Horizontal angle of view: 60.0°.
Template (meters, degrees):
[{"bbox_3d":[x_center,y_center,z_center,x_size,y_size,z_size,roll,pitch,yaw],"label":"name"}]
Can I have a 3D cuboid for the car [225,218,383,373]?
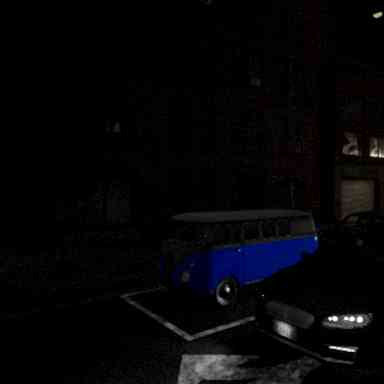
[{"bbox_3d":[3.165,1.459,5.624,4.902,1.511,2.128,0,0,-35],"label":"car"}]

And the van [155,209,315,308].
[{"bbox_3d":[1.146,1.312,7.585,3.998,1.788,1.690,0,0,-36],"label":"van"}]

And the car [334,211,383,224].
[{"bbox_3d":[5.761,1.379,10.877,4.097,1.590,1.967,0,0,-36],"label":"car"}]
